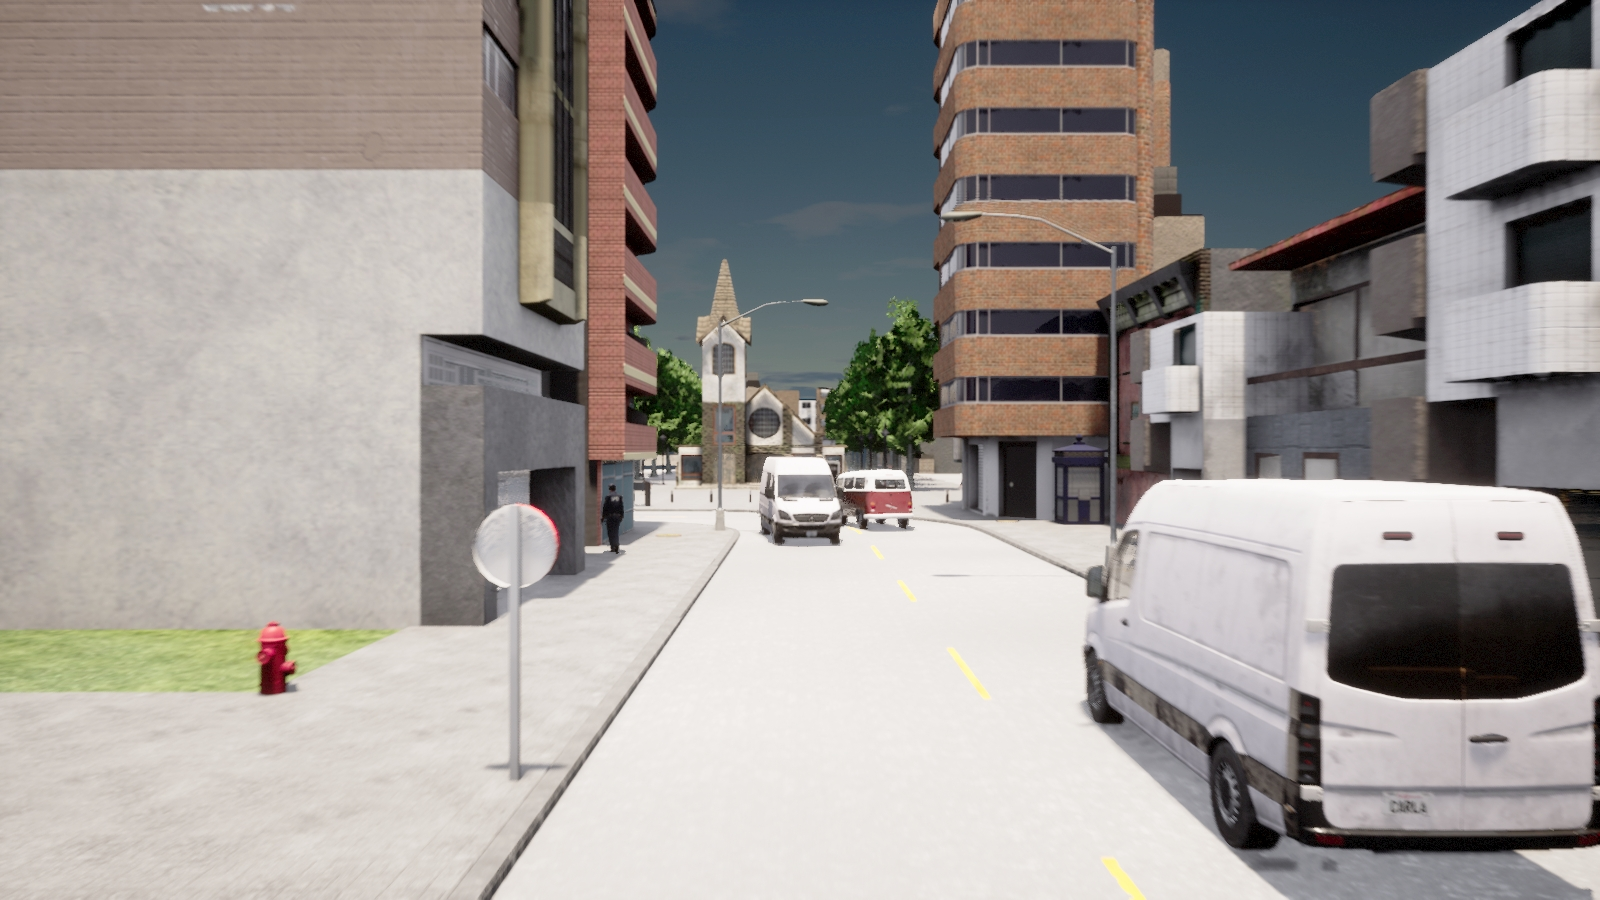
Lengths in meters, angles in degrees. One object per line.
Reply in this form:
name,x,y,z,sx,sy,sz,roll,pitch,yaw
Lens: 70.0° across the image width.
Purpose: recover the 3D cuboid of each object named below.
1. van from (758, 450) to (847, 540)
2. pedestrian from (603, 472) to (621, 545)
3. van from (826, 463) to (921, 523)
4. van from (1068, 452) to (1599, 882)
van,-0.038,1.289,35.512,1.988,2.561,5.915,0,0,-7
pedestrian,-4.848,1.502,29.522,0.375,1.860,0.375,0,0,-24
van,2.582,1.527,41.367,2.069,2.038,4.480,0,-1,-15
van,3.997,1.306,9.808,1.988,2.561,5.915,0,0,0
